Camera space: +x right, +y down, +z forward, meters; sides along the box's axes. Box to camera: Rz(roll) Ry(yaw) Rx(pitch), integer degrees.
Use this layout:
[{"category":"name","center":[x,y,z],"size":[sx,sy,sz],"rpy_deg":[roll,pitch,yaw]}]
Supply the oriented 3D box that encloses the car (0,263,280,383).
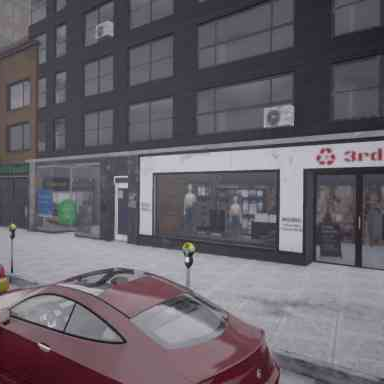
[{"category":"car","center":[-1.118,1.581,3.866],"size":[4.206,1.307,1.802],"rpy_deg":[0,1,35]}]
